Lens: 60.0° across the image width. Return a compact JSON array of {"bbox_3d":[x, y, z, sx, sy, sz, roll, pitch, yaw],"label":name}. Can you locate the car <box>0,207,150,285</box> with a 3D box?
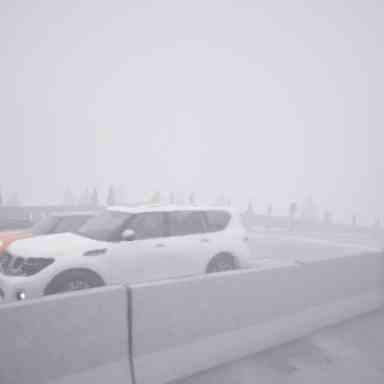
[{"bbox_3d":[-3.783,1.394,9.892,4.553,1.767,2.097,1,-1,-35],"label":"car"}]

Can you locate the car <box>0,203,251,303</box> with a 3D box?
[{"bbox_3d":[-1.145,1.273,7.475,5.566,2.045,2.150,2,-1,-35],"label":"car"}]

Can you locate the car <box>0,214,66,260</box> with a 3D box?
[{"bbox_3d":[-6.974,1.580,11.916,4.181,1.385,1.994,1,-1,-35],"label":"car"}]
